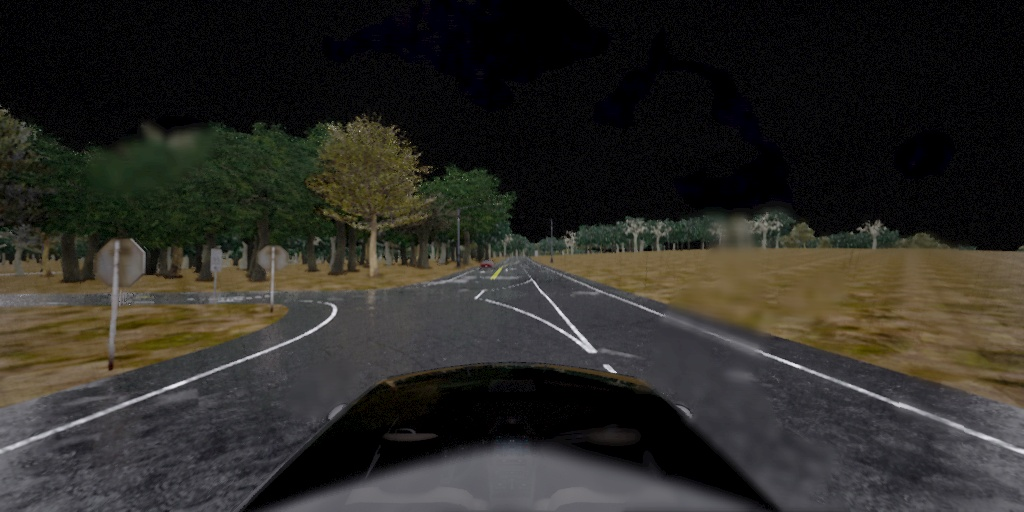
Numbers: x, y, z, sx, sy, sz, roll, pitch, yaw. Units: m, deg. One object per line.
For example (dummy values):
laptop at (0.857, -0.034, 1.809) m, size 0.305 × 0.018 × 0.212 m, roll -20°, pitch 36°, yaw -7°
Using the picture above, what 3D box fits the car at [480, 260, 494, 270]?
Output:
car at (-3.691, 1.301, 53.035) m, size 1.895 × 1.301 × 4.718 m, roll 0°, pitch 0°, yaw 0°
